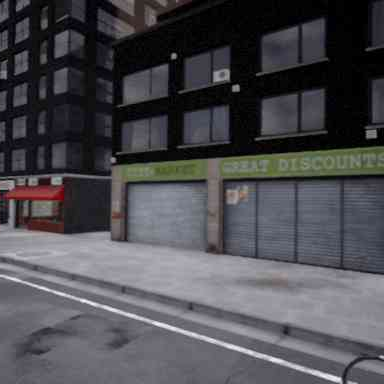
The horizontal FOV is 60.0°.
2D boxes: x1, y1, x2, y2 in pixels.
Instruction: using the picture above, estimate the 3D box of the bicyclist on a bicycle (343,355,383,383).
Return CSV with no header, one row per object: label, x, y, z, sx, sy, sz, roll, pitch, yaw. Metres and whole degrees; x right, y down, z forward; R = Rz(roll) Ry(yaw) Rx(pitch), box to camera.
bicyclist on a bicycle,2.322,1.478,2.976,1.843,1.776,0.659,0,-1,36
